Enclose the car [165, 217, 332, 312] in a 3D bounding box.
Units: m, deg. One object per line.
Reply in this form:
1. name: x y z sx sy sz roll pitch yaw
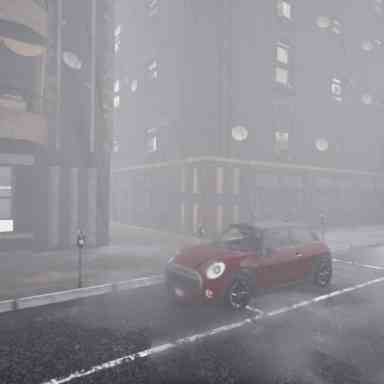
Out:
1. car: 1.373 1.442 7.684 4.097 1.590 1.967 0 1 -36
